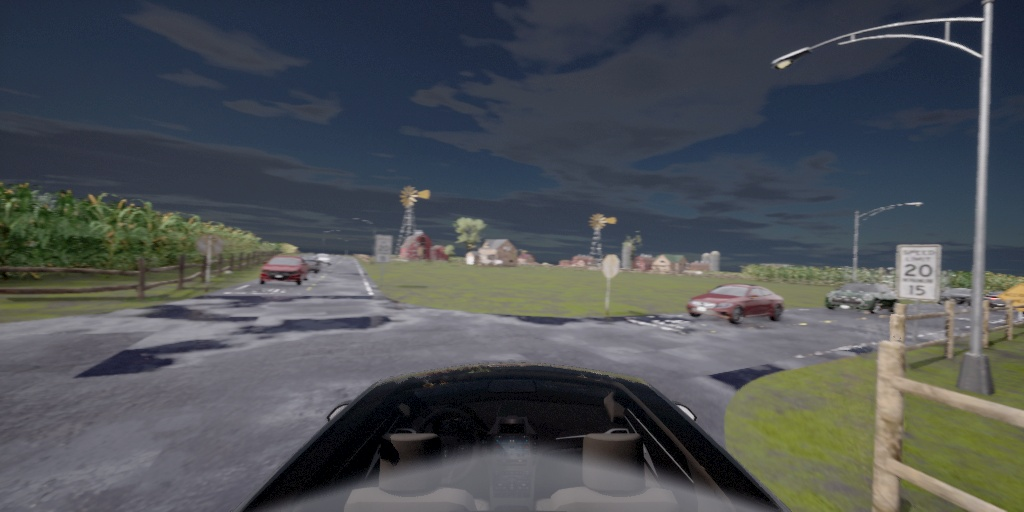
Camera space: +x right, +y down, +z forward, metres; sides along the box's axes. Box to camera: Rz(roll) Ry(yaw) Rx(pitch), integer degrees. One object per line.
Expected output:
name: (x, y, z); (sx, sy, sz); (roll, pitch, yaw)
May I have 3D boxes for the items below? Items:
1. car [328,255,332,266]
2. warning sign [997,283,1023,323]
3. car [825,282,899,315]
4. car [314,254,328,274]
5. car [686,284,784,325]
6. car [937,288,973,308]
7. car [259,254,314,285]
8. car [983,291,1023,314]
car: (-23.425, 0.467, 44.344); (1.812, 1.442, 4.674); (4, -1, -24)
warning sign: (22.938, 2.163, 16.176); (1.060, 1.860, 1.300); (0, 0, -29)
car: (20.234, 2.321, 20.722); (4.553, 1.767, 2.097); (4, -1, -29)
car: (-16.918, 0.613, 29.719); (2.128, 1.511, 4.902); (4, -1, -24)
car: (9.207, 1.861, 14.646); (4.674, 1.442, 1.812); (3, -1, -29)
car: (38.278, 3.494, 30.588); (5.008, 1.535, 1.882); (4, -1, -29)
car: (-12.719, 0.721, 20.312); (1.882, 1.535, 5.008); (4, -1, -24)
car: (36.484, 3.362, 26.390); (4.902, 1.511, 2.128); (3, -1, -28)
